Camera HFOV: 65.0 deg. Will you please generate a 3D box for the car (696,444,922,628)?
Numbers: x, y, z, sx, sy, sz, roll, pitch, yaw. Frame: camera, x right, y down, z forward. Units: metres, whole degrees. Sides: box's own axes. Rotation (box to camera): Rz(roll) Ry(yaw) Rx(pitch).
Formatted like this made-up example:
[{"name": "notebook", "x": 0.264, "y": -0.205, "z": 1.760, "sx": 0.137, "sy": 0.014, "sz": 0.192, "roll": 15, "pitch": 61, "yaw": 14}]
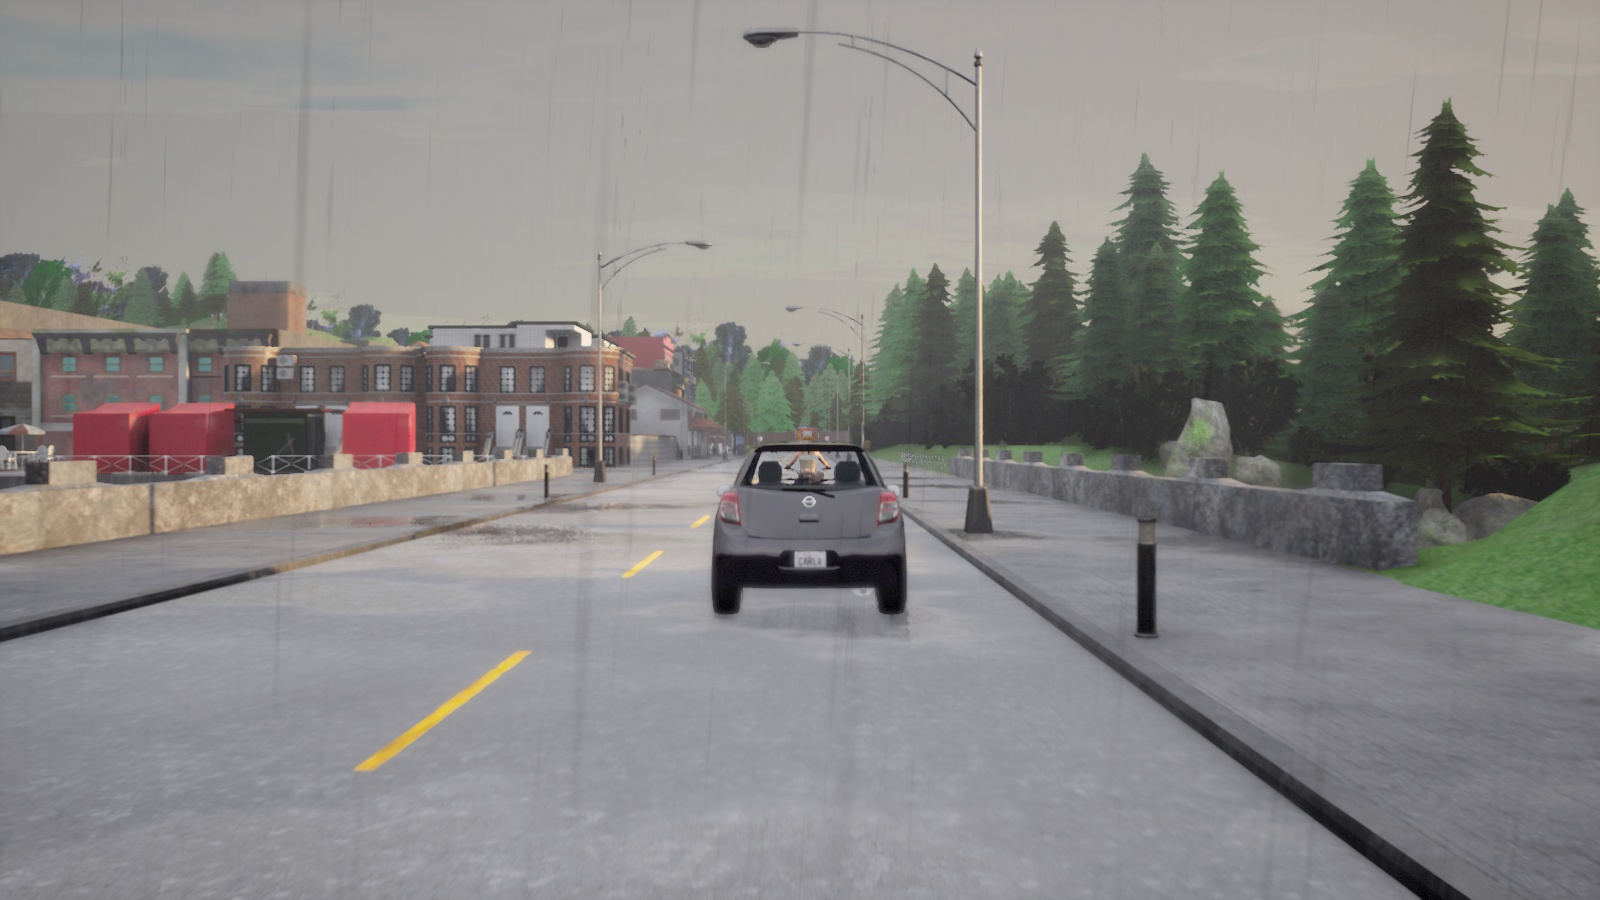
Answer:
[{"name": "car", "x": 0.083, "y": 0.690, "z": 12.040, "sx": 1.845, "sy": 1.501, "sz": 3.633, "roll": 0, "pitch": 0, "yaw": 0}]
